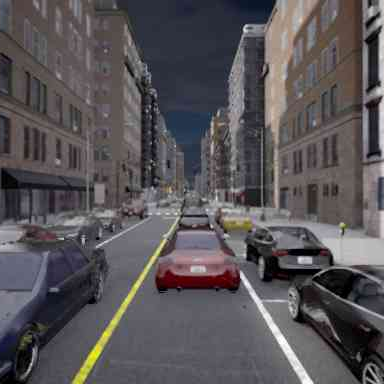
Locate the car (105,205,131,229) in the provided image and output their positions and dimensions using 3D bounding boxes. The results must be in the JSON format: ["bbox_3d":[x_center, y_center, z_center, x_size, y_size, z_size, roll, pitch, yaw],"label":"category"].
[{"bbox_3d":[-5.353,1.723,20.715,2.008,1.369,4.403,0,0,0],"label":"car"}]

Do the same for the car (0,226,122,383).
[{"bbox_3d":[-2.840,1.596,5.615,2.033,1.411,5.357,0,0,0],"label":"car"}]

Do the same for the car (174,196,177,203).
[{"bbox_3d":[-5.237,2.239,85.271,1.947,1.339,4.313,0,0,0],"label":"car"}]

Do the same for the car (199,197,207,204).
[{"bbox_3d":[2.788,2.113,85.252,1.967,1.590,4.097,0,0,0],"label":"car"}]

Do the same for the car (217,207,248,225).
[{"bbox_3d":[2.673,1.699,20.861,1.752,1.417,4.829,0,0,0],"label":"car"}]

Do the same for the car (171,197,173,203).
[{"bbox_3d":[-5.276,2.053,63.456,1.887,1.381,4.507,0,0,0],"label":"car"}]

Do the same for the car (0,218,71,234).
[{"bbox_3d":[-5.372,1.667,9.889,1.802,1.307,4.206,0,0,0],"label":"car"}]

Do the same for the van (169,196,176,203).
[{"bbox_3d":[-5.227,2.055,90.726,1.690,1.788,3.998,0,0,0],"label":"van"}]

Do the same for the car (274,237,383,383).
[{"bbox_3d":[2.643,1.605,4.453,1.947,1.339,4.313,0,0,0],"label":"car"}]

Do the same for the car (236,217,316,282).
[{"bbox_3d":[2.653,1.651,9.865,1.947,1.339,4.313,0,0,0],"label":"car"}]

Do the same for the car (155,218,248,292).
[{"bbox_3d":[0.118,1.643,9.150,1.994,1.385,4.181,0,0,0],"label":"car"}]

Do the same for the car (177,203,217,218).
[{"bbox_3d":[0.133,1.662,20.471,2.128,1.511,4.902,0,0,0],"label":"car"}]

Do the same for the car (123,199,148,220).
[{"bbox_3d":[-5.333,1.573,31.541,2.192,1.841,5.009,0,0,0],"label":"car"}]

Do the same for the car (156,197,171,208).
[{"bbox_3d":[-5.286,2.017,58.002,2.008,1.369,4.403,0,0,0],"label":"car"}]

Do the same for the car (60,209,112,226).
[{"bbox_3d":[-5.362,1.680,15.302,2.008,1.369,4.403,0,0,0],"label":"car"}]

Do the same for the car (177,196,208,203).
[{"bbox_3d":[0.054,1.470,30.400,2.150,2.045,5.566,0,0,0],"label":"car"}]

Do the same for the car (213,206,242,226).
[{"bbox_3d":[2.682,1.797,26.103,1.802,1.307,4.206,0,0,0],"label":"car"}]

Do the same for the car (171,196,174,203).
[{"bbox_3d":[-5.267,2.074,68.740,1.752,1.417,4.829,0,0,0],"label":"car"}]
